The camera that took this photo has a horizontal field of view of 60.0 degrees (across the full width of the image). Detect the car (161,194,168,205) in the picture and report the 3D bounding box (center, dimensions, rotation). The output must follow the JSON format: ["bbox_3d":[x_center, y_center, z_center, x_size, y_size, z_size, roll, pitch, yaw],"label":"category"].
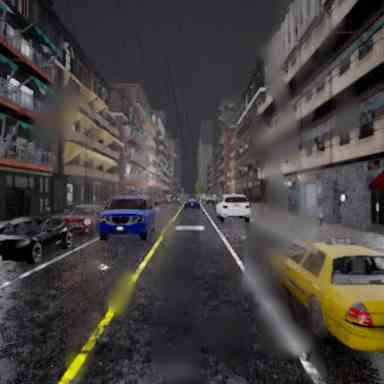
[{"bbox_3d":[-5.673,1.512,57.150,1.887,1.381,4.507,0,0,0],"label":"car"}]

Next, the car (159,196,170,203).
[{"bbox_3d":[-5.671,1.539,68.477,1.947,1.339,4.313,0,0,0],"label":"car"}]

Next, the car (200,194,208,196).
[{"bbox_3d":[2.708,1.521,62.812,2.008,1.369,4.403,0,0,0],"label":"car"}]

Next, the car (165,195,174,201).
[{"bbox_3d":[-5.669,1.541,85.472,2.008,1.369,4.403,0,0,0],"label":"car"}]

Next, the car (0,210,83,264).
[{"bbox_3d":[-5.681,1.550,11.834,1.947,1.339,4.313,0,0,0],"label":"car"}]

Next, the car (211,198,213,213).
[{"bbox_3d":[3.155,1.495,32.871,1.812,1.442,4.674,0,0,0],"label":"car"}]

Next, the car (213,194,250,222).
[{"bbox_3d":[3.112,1.200,25.901,2.150,2.045,5.566,0,0,0],"label":"car"}]

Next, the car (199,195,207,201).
[{"bbox_3d":[2.711,1.535,85.470,1.887,1.381,4.507,0,0,0],"label":"car"}]

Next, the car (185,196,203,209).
[{"bbox_3d":[0.037,1.537,44.042,1.994,1.385,4.181,0,0,1],"label":"car"}]

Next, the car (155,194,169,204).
[{"bbox_3d":[-5.671,1.285,62.815,2.192,1.841,5.009,0,0,0],"label":"car"}]

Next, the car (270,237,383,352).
[{"bbox_3d":[2.698,1.516,6.337,1.752,1.417,4.829,0,0,0],"label":"car"}]

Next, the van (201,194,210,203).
[{"bbox_3d":[2.709,1.314,68.475,1.690,1.788,3.998,0,0,0],"label":"van"}]

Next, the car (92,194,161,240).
[{"bbox_3d":[-3.098,1.200,17.059,2.150,2.045,5.566,0,0,0],"label":"car"}]

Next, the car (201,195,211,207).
[{"bbox_3d":[2.706,1.517,51.482,2.008,1.369,4.403,0,0,0],"label":"car"}]

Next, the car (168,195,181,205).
[{"bbox_3d":[-3.041,1.320,58.237,2.097,1.767,4.553,0,0,1],"label":"car"}]

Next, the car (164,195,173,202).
[{"bbox_3d":[-5.669,1.424,79.807,1.967,1.590,4.097,0,0,0],"label":"car"}]

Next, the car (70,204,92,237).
[{"bbox_3d":[-5.679,1.418,17.496,1.967,1.590,4.097,0,0,0],"label":"car"}]
